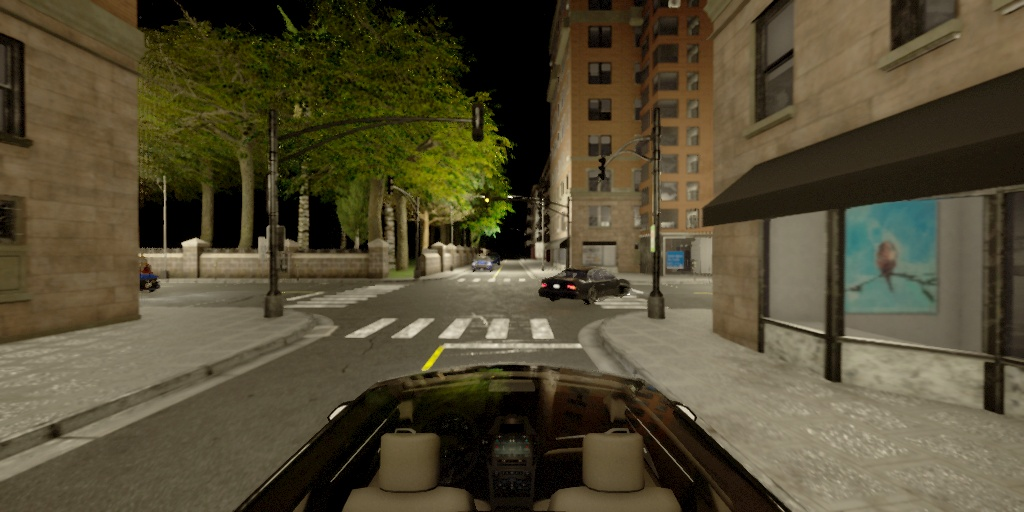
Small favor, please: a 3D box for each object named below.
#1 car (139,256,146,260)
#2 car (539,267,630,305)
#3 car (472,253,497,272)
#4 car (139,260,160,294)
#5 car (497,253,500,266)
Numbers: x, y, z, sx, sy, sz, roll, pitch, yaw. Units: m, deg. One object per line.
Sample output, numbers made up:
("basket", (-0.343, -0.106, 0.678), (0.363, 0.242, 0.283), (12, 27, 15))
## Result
("car", (-25.947, 0.874, 22.792), (5.009, 1.841, 2.192), (0, 0, 1))
("car", (3.320, 1.196, 15.643), (2.033, 1.411, 5.357), (0, 0, 40))
("car", (-3.083, 0.794, 38.565), (2.097, 1.767, 4.553), (0, 0, 0))
("car", (-19.630, 1.091, 16.940), (5.008, 1.535, 1.882), (0, 0, 1))
("car", (-3.037, 0.486, 57.357), (2.150, 2.045, 5.566), (0, 0, 0))
